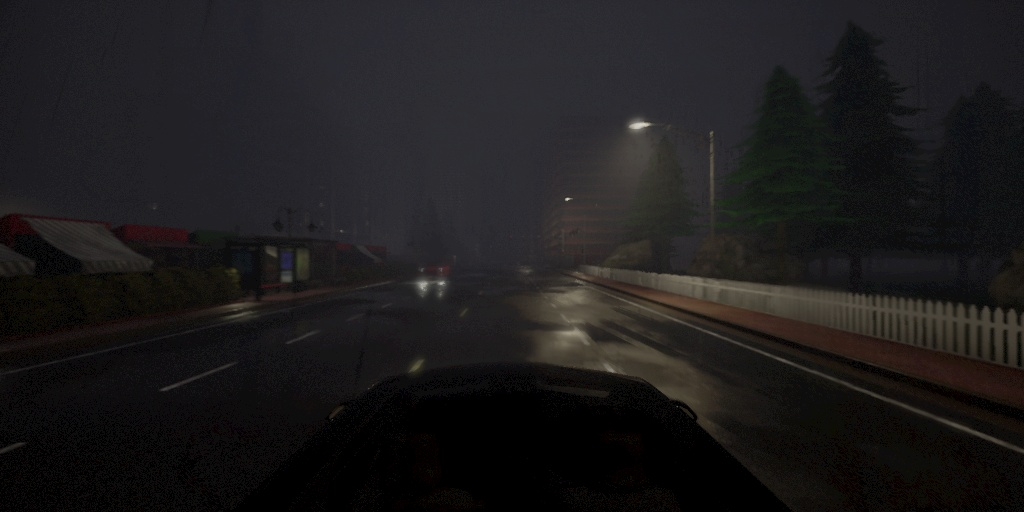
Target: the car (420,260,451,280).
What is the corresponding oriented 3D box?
[{"bbox_3d":[-7.006,1.202,33.113,2.097,1.767,4.553,0,0,0],"label":"car"}]
